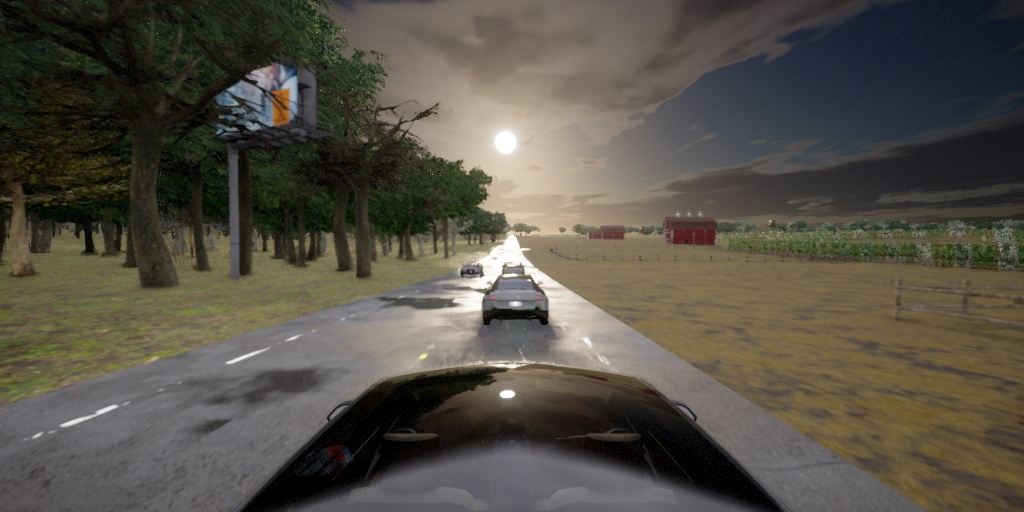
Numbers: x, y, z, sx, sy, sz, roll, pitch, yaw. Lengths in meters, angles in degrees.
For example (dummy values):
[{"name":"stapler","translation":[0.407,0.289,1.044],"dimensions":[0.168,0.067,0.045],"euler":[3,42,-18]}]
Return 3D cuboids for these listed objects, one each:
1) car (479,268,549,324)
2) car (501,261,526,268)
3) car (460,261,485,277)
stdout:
[{"name":"car","translation":[0.099,1.281,11.869],"dimensions":[1.994,1.385,4.181],"euler":[0,0,0]},{"name":"car","translation":[0.100,1.130,29.404],"dimensions":[2.128,1.511,4.902],"euler":[0,0,0]},{"name":"car","translation":[-3.591,1.177,33.151],"dimensions":[1.994,1.385,4.181],"euler":[0,0,0]}]
